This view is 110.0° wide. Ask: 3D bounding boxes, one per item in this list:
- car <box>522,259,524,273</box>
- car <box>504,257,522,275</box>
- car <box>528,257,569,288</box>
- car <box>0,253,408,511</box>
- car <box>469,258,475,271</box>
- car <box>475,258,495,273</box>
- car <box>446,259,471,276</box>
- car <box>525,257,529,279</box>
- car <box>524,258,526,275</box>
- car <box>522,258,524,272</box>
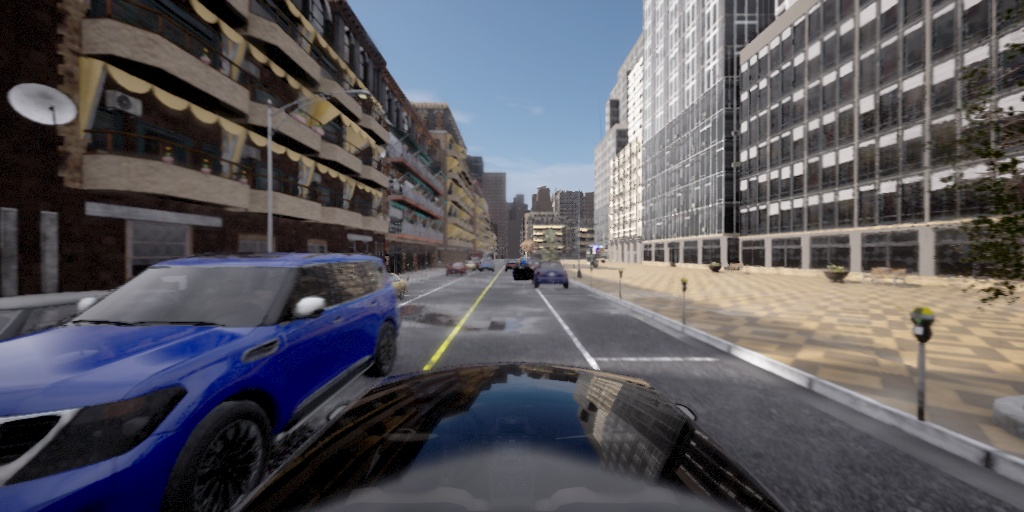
[{"bbox_3d":[2.698,1.327,48.206,1.802,1.307,4.207,0,0,0],"label":"car"},{"bbox_3d":[0.046,1.250,46.966,1.837,1.490,4.892,0,0,1],"label":"car"},{"bbox_3d":[2.392,1.092,23.540,2.097,1.767,4.553,0,0,0],"label":"car"},{"bbox_3d":[-3.098,0.970,4.376,2.150,2.045,5.566,0,0,0],"label":"car"},{"bbox_3d":[-5.682,1.271,48.038,1.751,1.417,4.829,0,0,0],"label":"car"},{"bbox_3d":[-3.078,1.292,44.885,2.033,1.411,5.357,0,0,0],"label":"car"},{"bbox_3d":[-5.684,1.287,37.154,1.888,1.381,4.507,0,0,0],"label":"car"},{"bbox_3d":[2.696,1.181,37.151,1.967,1.591,4.097,0,0,0],"label":"car"},{"bbox_3d":[2.697,1.269,42.849,1.751,1.417,4.829,0,0,0],"label":"car"},{"bbox_3d":[2.699,1.330,53.731,1.802,1.307,4.207,0,0,0],"label":"car"}]
